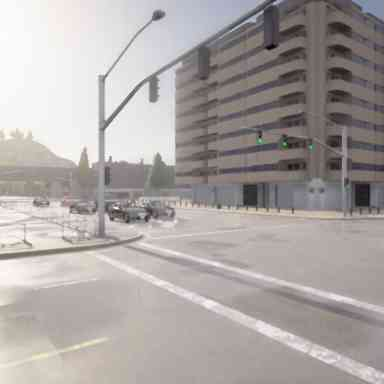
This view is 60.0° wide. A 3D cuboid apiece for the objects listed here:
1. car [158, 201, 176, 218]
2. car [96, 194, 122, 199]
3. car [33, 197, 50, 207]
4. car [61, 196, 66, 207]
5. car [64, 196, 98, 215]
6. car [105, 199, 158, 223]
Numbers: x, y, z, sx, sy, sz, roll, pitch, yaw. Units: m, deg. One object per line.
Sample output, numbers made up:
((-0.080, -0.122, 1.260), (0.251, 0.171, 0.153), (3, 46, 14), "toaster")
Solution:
((-3.302, 1.541, 29.568), (2.128, 1.511, 4.902), (0, 0, -35), "car")
((-9.575, 1.273, 38.425), (2.150, 2.045, 5.566), (0, 0, -35), "car")
((-23.864, 1.544, 52.692), (2.128, 1.511, 4.902), (0, 0, -35), "car")
((-18.617, 1.401, 51.275), (2.097, 1.767, 4.553), (0, 0, -35), "car")
((-11.548, 1.541, 35.157), (2.128, 1.511, 4.902), (0, 0, -35), "car")
((-4.969, 1.542, 25.865), (2.128, 1.511, 4.902), (0, 0, -35), "car")
